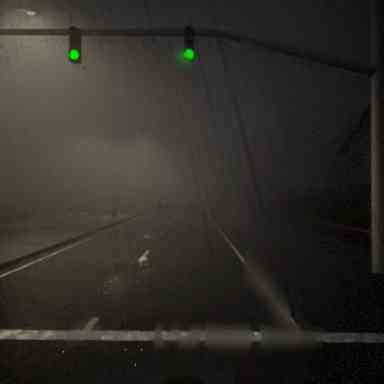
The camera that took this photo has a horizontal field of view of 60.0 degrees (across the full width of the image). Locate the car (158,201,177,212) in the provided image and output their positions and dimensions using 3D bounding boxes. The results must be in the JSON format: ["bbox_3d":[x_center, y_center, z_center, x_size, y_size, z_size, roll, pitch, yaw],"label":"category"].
[{"bbox_3d":[-3.489,1.890,44.470,2.128,1.511,4.902,0,-1,0],"label":"car"}]

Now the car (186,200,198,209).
[{"bbox_3d":[0.014,2.055,54.885,1.994,1.385,4.181,0,-1,0],"label":"car"}]

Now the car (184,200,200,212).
[{"bbox_3d":[0.011,1.876,44.469,1.882,1.535,5.008,0,-1,0],"label":"car"}]

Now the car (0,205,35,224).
[{"bbox_3d":[-15.088,1.797,27.751,2.033,1.411,5.357,0,-1,0],"label":"car"}]

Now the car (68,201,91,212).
[{"bbox_3d":[-15.034,1.928,44.937,1.812,1.442,4.674,0,-1,1],"label":"car"}]

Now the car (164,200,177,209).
[{"bbox_3d":[-3.486,2.092,54.915,1.895,1.301,4.718,0,-1,0],"label":"car"}]
